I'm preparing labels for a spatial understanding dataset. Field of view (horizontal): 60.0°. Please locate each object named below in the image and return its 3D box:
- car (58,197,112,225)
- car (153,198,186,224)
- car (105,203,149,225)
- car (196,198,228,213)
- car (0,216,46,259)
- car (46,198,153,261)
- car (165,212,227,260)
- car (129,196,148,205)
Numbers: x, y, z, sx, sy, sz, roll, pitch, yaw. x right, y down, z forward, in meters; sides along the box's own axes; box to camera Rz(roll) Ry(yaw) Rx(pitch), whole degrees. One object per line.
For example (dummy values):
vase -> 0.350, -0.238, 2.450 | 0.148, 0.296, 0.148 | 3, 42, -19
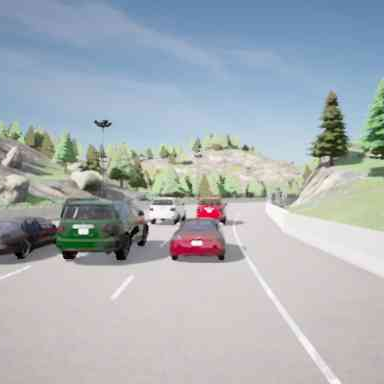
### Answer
car -> -8.802, 1.475, 27.970 | 2.150, 2.045, 5.566 | 0, 0, 8
car -> -1.863, 1.473, 27.045 | 2.150, 2.045, 5.566 | 0, 0, 8
car -> -5.289, 1.752, 27.773 | 2.128, 1.511, 4.902 | 0, 0, 8
car -> 1.605, 1.471, 26.574 | 2.150, 2.045, 5.566 | 0, 0, 8
car -> -6.716, 1.668, 13.205 | 2.033, 1.411, 5.357 | 0, -1, 3
car -> -3.220, 1.338, 13.026 | 2.150, 2.045, 5.566 | 0, 0, 3
car -> 0.297, 1.690, 13.072 | 1.994, 1.385, 4.181 | 0, -1, 4
car -> -12.864, 1.978, 80.647 | 2.150, 2.045, 5.566 | 0, -1, 21
